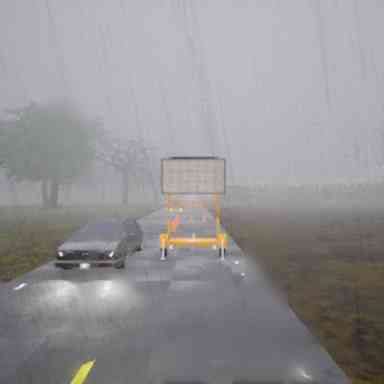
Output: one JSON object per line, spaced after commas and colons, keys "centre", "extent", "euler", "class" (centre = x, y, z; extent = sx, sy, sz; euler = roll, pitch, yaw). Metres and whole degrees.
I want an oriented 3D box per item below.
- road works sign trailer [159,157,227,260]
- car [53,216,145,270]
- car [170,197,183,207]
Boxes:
{"centre": [0.059, 0.478, 12.494], "extent": [2.380, 3.560, 2.880], "euler": [0, 0, 1], "class": "road works sign trailer"}
{"centre": [-2.801, 1.559, 11.382], "extent": [2.033, 1.411, 5.357], "euler": [0, 0, 0], "class": "car"}
{"centre": [-2.600, 1.651, 54.152], "extent": [2.097, 1.767, 4.553], "euler": [0, -1, 0], "class": "car"}
